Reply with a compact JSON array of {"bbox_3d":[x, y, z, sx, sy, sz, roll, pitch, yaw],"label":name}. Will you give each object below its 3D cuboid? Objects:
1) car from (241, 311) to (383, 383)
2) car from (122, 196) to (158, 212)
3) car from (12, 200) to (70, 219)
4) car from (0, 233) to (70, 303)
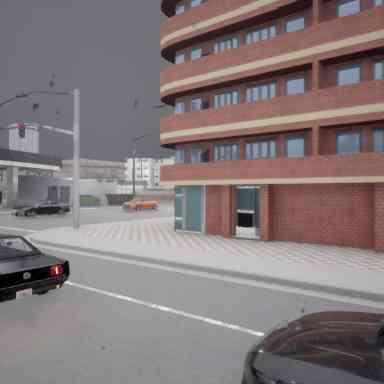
[{"bbox_3d":[2.668,1.514,2.092,4.892,1.490,1.837,0,0,35],"label":"car"},{"bbox_3d":[-6.145,1.381,39.566,2.097,1.767,4.553,0,0,35],"label":"car"},{"bbox_3d":[-13.221,1.493,29.302,2.128,1.511,4.902,0,0,35],"label":"car"},{"bbox_3d":[-4.913,1.599,7.483,4.718,1.301,1.895,0,0,36],"label":"car"}]
